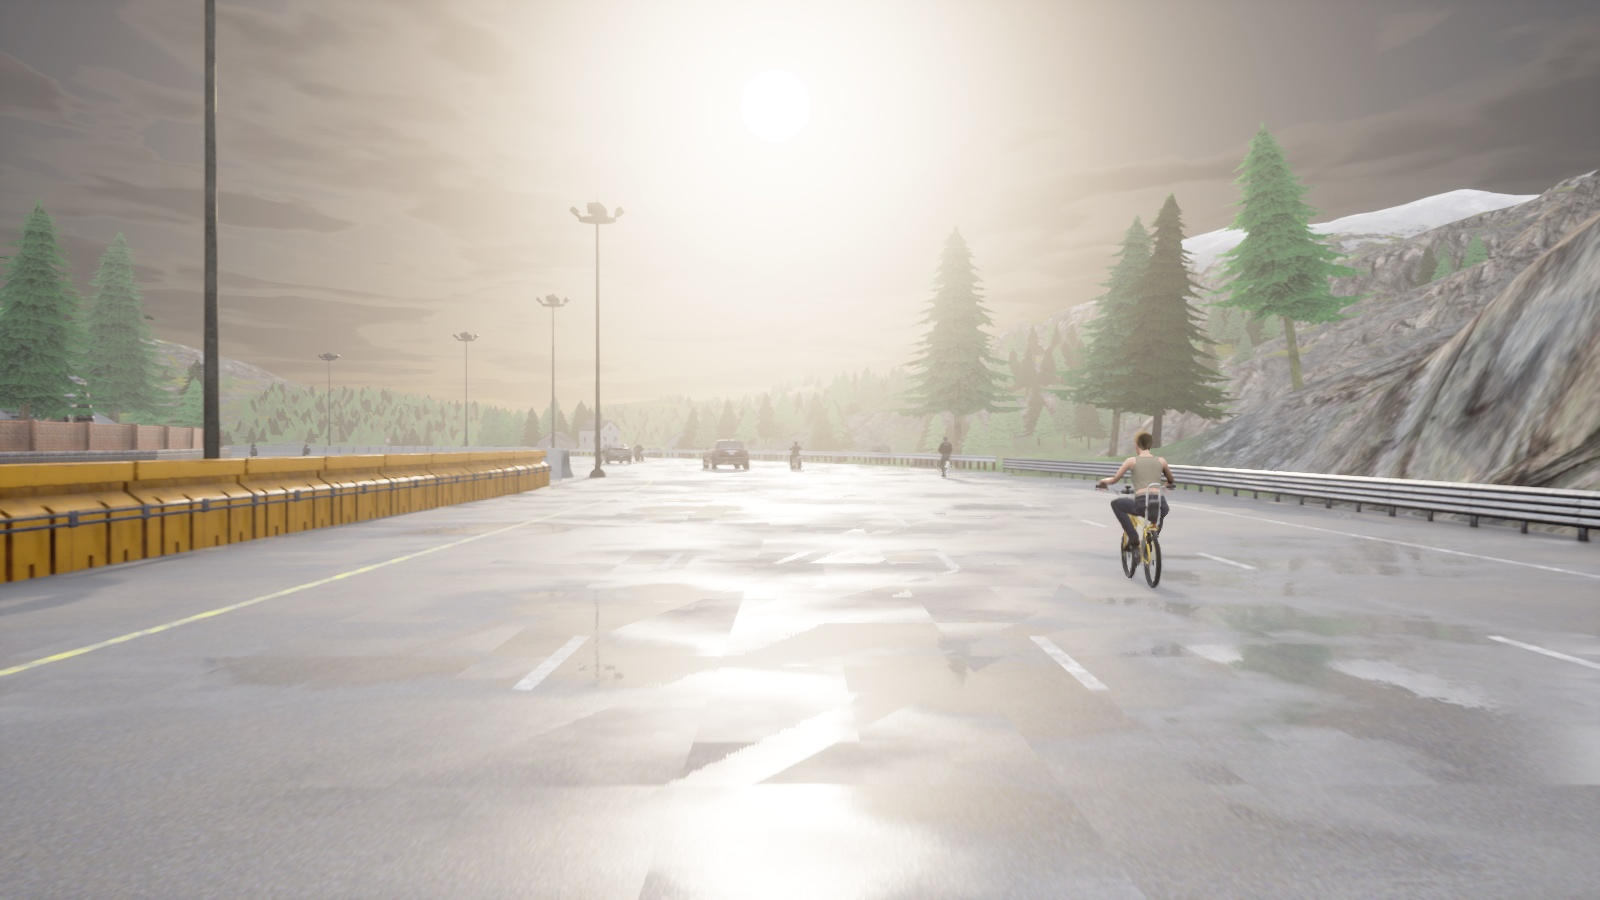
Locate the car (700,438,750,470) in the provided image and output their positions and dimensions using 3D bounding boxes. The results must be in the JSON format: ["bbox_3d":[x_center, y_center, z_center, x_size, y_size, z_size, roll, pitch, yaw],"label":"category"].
[{"bbox_3d":[-4.326,0.198,71.583,2.097,1.767,4.553,0,0,-13],"label":"car"}]

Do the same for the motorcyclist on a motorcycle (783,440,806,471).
[{"bbox_3d":[-0.308,0.303,69.859,0.766,1.649,2.350,-1,0,-12],"label":"motorcyclist on a motorcycle"}]

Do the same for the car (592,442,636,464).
[{"bbox_3d":[-13.286,0.188,89.357,2.128,1.511,4.902,0,0,-20],"label":"car"}]

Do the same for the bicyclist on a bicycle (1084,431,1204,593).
[{"bbox_3d":[3.593,0.611,13.248,0.866,1.612,1.509,0,0,1],"label":"bicyclist on a bicycle"}]
